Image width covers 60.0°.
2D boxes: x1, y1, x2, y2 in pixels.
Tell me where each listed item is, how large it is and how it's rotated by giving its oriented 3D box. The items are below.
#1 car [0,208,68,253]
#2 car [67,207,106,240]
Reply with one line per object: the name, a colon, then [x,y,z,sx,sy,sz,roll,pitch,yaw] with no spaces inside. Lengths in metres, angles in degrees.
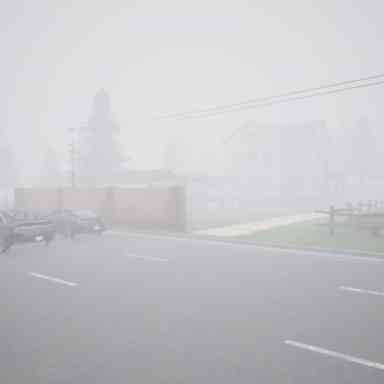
car: [-7.589,1.488,13.666,4.902,1.511,2.128,0,0,36]
car: [-6.365,1.522,17.099,4.674,1.442,1.812,0,0,36]
